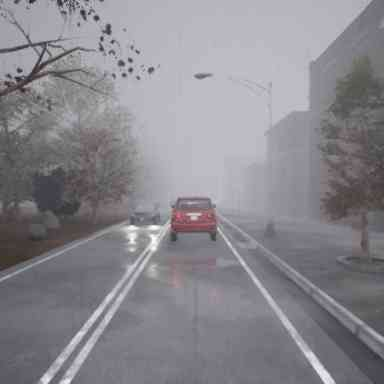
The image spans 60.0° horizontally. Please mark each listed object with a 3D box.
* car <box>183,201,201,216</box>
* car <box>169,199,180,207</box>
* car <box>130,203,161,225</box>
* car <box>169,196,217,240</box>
[{"bbox_3d":[0.028,1.671,35.510,1.812,1.442,4.674,0,-1,0],"label":"car"},{"bbox_3d":[-3.493,2.142,65.707,1.994,1.385,4.181,0,1,0],"label":"car"},{"bbox_3d":[-3.385,1.574,24.824,1.812,1.442,4.674,0,0,0],"label":"car"},{"bbox_3d":[0.082,1.232,17.214,2.150,2.045,5.566,0,0,0],"label":"car"}]
